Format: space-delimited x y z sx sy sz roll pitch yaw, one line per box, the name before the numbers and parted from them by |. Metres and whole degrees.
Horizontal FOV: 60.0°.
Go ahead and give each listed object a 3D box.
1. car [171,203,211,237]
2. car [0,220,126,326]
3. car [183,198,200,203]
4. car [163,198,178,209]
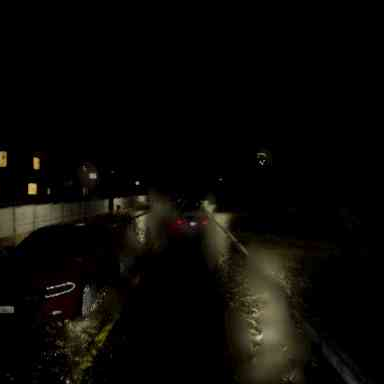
car | 0.022 1.538 18.046 2.033 1.411 5.357 0 0 0
car | -2.778 1.475 7.449 1.882 1.535 5.008 0 0 0
car | -0.061 1.482 39.269 1.837 1.490 4.892 0 0 0
car | -2.936 1.499 45.780 1.812 1.442 4.674 0 0 0
